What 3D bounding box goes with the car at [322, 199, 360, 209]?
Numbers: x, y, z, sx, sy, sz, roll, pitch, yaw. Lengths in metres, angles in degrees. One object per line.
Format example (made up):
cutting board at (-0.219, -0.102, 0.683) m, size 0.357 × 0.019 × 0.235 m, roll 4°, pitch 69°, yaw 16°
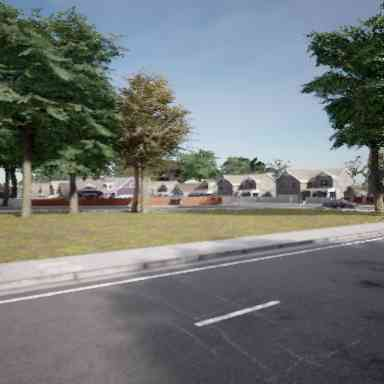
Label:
car at (22.894, 1.859, 51.394) m, size 2.033 × 1.411 × 5.357 m, roll -1°, pitch 0°, yaw -35°
